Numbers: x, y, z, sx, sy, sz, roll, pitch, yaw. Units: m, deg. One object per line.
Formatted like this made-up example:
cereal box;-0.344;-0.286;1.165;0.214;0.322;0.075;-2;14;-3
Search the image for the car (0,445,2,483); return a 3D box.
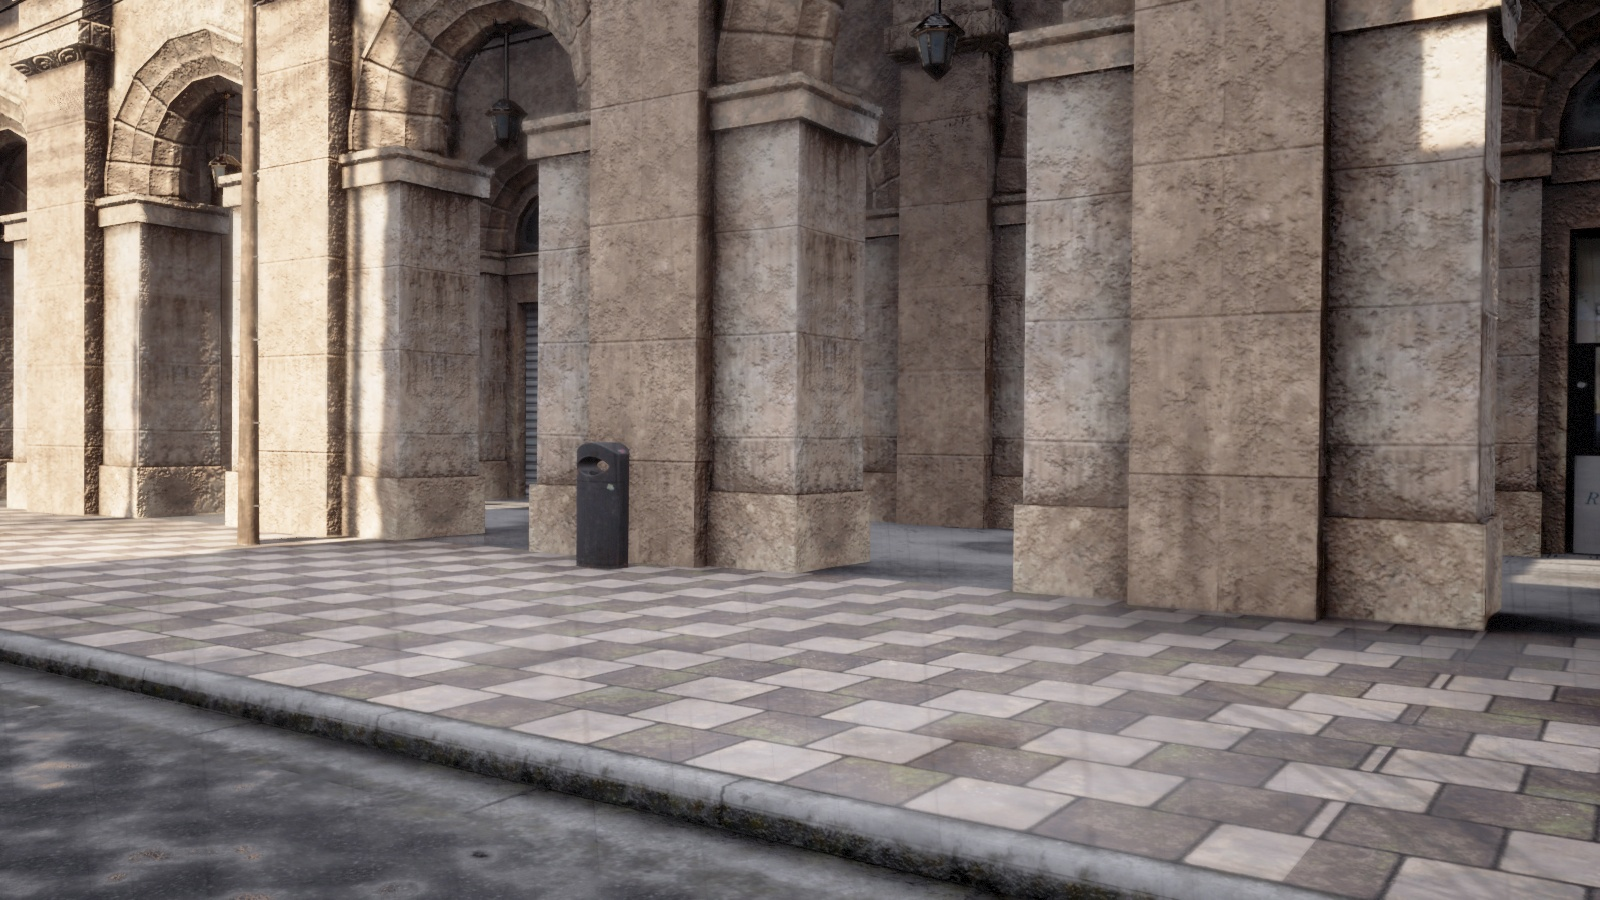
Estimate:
car;-30.009;0.524;42.477;1.895;1.301;4.718;0;1;34
